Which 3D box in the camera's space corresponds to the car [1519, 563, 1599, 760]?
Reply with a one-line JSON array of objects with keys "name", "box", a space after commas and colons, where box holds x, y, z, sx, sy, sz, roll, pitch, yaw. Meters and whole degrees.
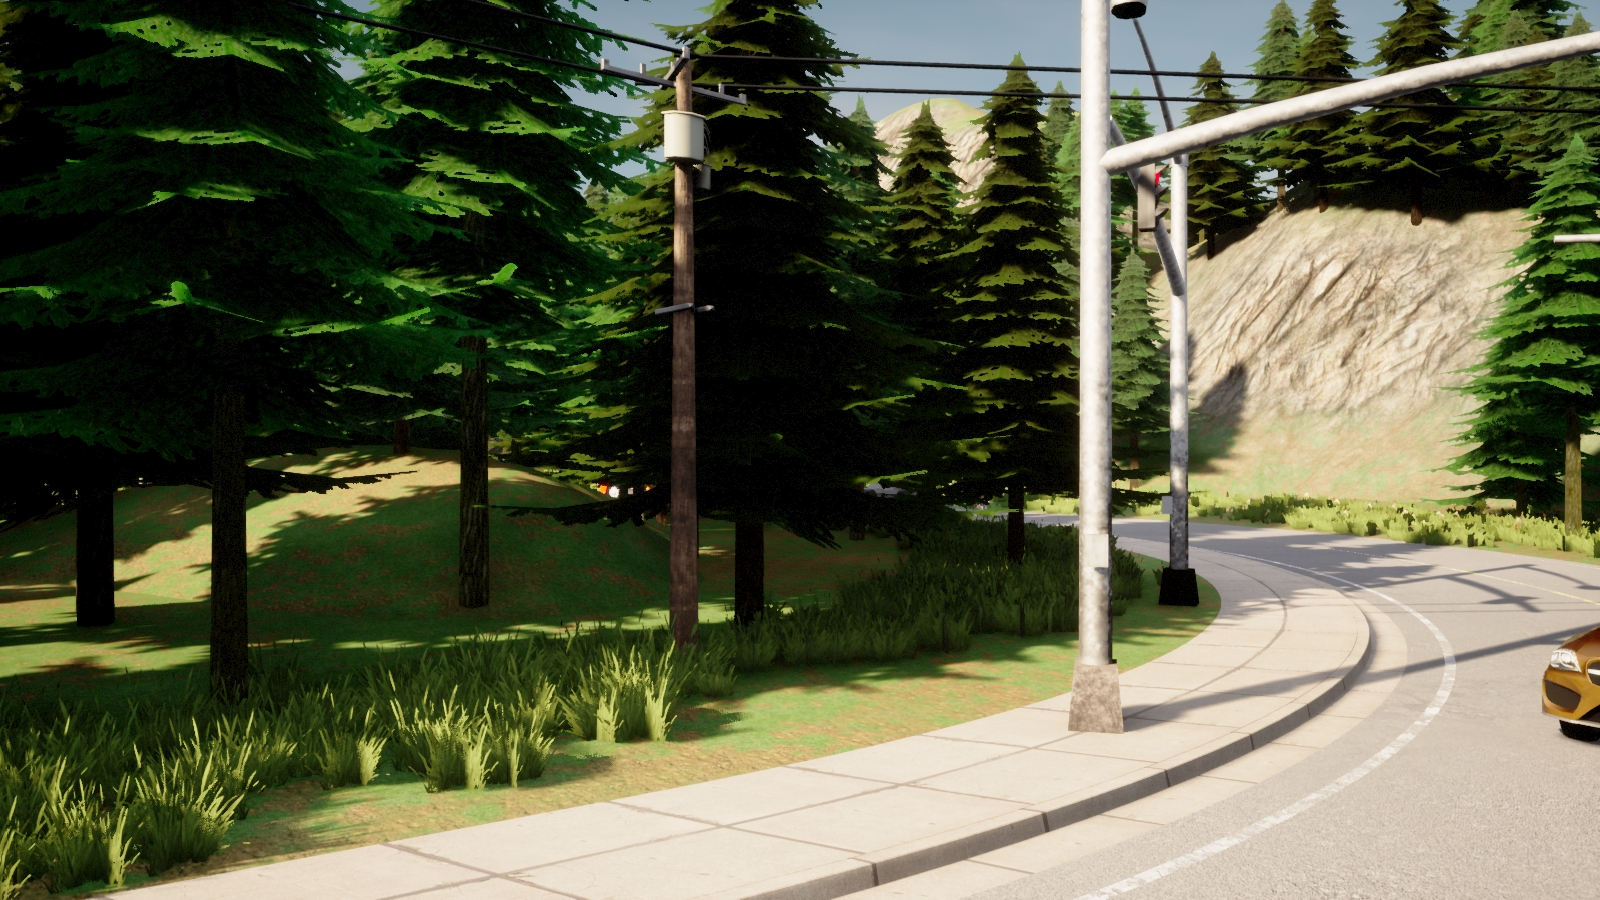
[{"name": "car", "box": [9.577, 1.970, 11.147, 5.027, 1.651, 2.152, 0, 0, -29]}]
